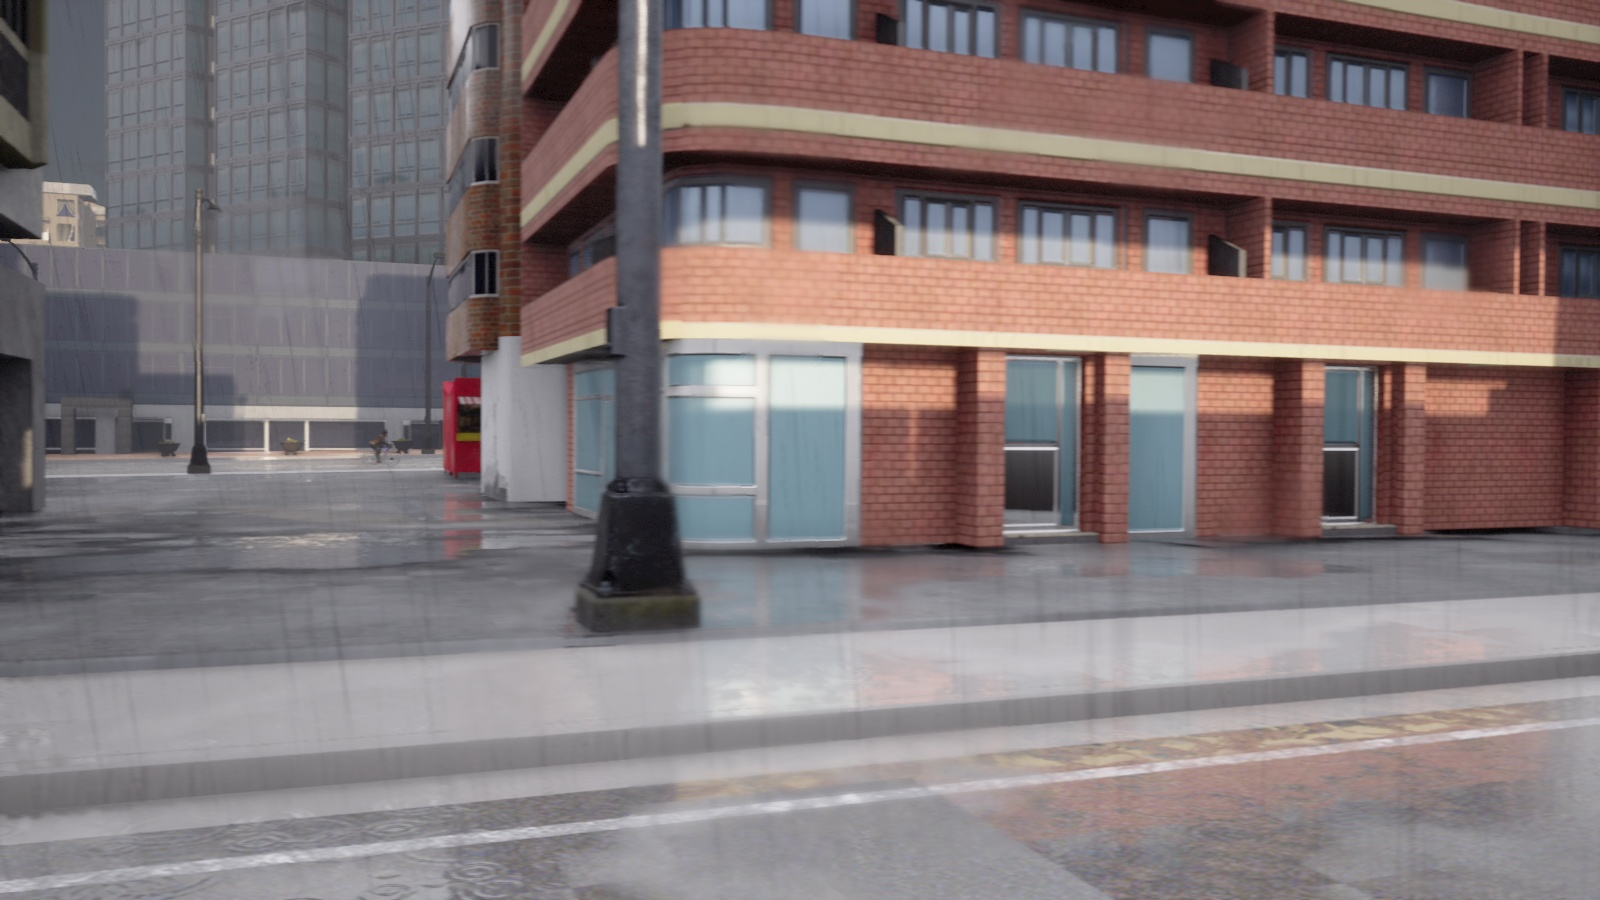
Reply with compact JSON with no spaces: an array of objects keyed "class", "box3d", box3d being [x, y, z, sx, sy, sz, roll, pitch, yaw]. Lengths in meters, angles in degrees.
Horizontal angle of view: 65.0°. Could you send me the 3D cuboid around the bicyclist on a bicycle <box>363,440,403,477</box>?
[{"class":"bicyclist on a bicycle","box3d":[-18.943,0.362,57.055,1.656,1.620,0.582,-2,1,-21]}]
